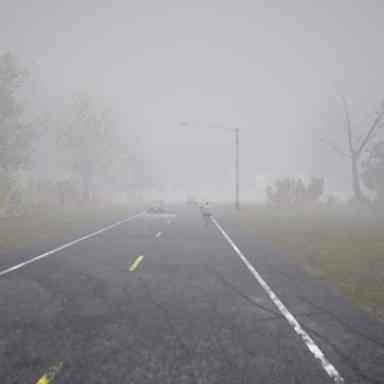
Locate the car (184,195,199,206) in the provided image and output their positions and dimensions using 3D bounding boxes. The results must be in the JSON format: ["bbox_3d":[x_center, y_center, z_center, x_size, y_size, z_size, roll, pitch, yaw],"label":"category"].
[{"bbox_3d":[0.083,1.574,53.685,1.895,1.301,4.718,0,0,0],"label":"car"}]

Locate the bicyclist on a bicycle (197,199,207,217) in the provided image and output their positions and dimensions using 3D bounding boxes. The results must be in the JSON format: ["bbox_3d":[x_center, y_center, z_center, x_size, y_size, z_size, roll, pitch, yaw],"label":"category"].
[{"bbox_3d":[0.934,1.424,30.431,0.866,1.612,1.509,0,0,0],"label":"bicyclist on a bicycle"}]

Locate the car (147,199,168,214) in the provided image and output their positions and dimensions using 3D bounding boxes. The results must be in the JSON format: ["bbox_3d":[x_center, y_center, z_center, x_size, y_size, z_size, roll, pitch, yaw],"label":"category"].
[{"bbox_3d":[-3.602,1.490,35.607,1.837,1.490,4.892,0,0,0],"label":"car"}]

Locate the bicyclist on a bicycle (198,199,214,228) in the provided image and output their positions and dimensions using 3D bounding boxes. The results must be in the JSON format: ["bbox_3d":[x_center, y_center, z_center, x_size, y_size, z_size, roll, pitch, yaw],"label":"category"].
[{"bbox_3d":[0.976,1.429,21.009,0.866,1.612,1.509,0,0,0],"label":"bicyclist on a bicycle"}]
